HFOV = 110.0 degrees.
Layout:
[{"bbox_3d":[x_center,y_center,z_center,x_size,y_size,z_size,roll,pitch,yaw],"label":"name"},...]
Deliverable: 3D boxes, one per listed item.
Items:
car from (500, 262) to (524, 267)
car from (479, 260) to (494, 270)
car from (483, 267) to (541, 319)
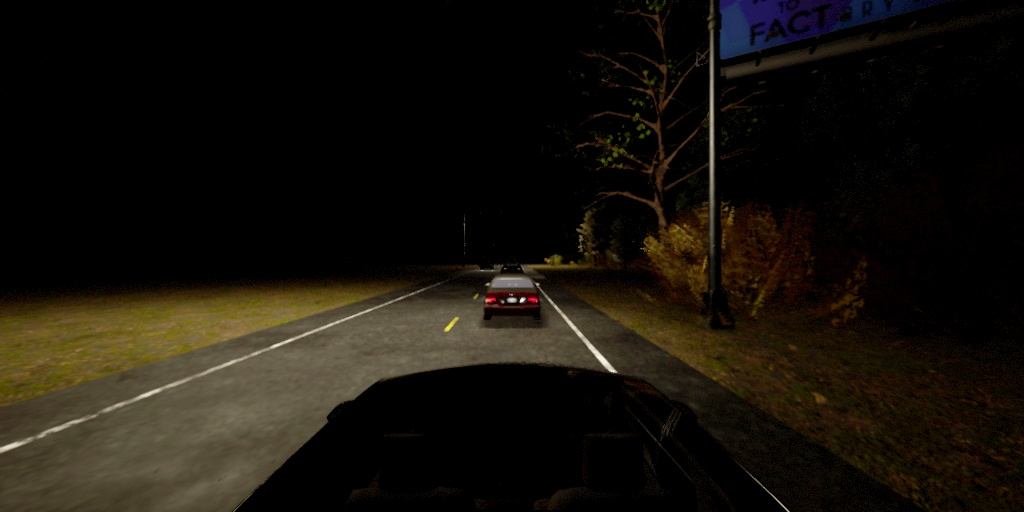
[{"bbox_3d":[-0.003,1.259,31.415,2.128,1.511,4.902,0,0,0],"label":"car"},{"bbox_3d":[-3.708,1.327,53.103,2.033,1.411,5.357,0,0,0],"label":"car"},{"bbox_3d":[0.019,1.304,12.707,2.033,1.411,5.357,0,0,0],"label":"car"}]
